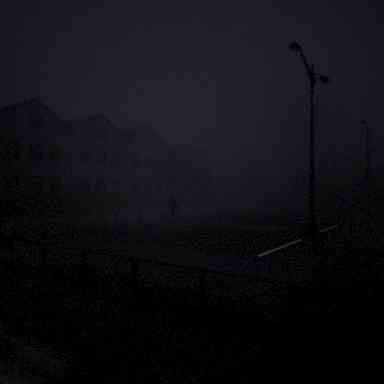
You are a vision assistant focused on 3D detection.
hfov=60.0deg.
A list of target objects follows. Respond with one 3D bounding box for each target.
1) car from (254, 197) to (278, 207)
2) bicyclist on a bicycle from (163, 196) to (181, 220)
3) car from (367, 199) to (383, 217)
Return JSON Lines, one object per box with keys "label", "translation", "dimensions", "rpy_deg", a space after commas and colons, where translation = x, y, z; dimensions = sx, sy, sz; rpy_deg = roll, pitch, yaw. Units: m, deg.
{"label": "car", "translation": [10.442, 1.356, 46.685], "dimensions": [2.033, 1.411, 5.357], "rpy_deg": [0, 0, 32]}
{"label": "bicyclist on a bicycle", "translation": [-1.393, 1.109, 23.058], "dimensions": [1.656, 1.620, 0.582], "rpy_deg": [0, 0, 35]}
{"label": "car", "translation": [15.429, 1.298, 26.810], "dimensions": [2.007, 1.523, 4.514], "rpy_deg": [0, 0, 35]}
